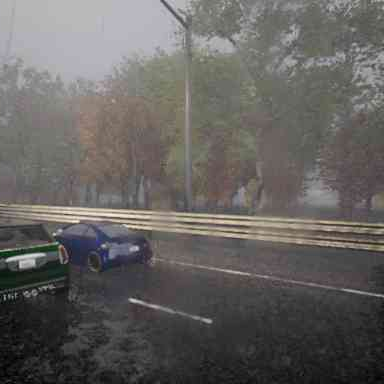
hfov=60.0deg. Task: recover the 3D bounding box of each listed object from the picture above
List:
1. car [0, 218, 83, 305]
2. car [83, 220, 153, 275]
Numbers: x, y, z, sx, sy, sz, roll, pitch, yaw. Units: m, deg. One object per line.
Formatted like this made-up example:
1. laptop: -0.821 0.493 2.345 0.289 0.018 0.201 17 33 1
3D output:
1. car: -4.804 1.370 7.525 4.553 1.767 2.097 0 0 37
2. car: -3.268 1.601 10.743 4.181 1.385 1.994 0 0 36
